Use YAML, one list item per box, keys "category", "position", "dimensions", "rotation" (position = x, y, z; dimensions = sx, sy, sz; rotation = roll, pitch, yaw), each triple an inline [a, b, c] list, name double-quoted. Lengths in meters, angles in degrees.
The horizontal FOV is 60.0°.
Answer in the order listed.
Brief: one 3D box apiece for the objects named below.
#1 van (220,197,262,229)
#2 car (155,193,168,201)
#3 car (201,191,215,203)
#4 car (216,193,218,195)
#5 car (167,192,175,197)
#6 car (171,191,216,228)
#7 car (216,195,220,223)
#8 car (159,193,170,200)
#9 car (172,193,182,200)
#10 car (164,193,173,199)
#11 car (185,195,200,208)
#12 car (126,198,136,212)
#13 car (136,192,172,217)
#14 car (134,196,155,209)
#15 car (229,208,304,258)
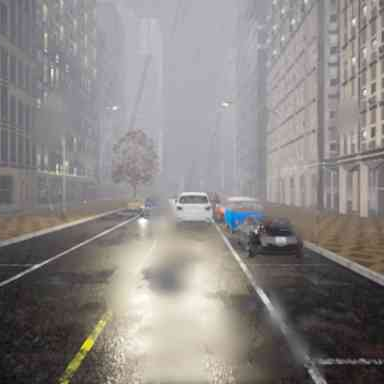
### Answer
- category: "van"
  position: [2.682, 1.195, 17.820]
  dimensions: [1.690, 1.788, 3.998]
  rotation: [0, 0, 0]
- category: "car"
  position: [-5.727, 1.002, 63.364]
  dimensions: [2.008, 1.369, 4.403]
  rotation: [0, 1, 0]
- category: "car"
  position: [2.658, 0.818, 57.663]
  dimensions: [2.192, 1.841, 5.009]
  rotation: [0, 1, 0]
- category: "car"
  position: [2.665, 0.921, 46.279]
  dimensions: [2.192, 1.841, 5.009]
  rotation: [0, 1, 0]
- category: "car"
  position: [-5.745, 0.730, 91.824]
  dimensions: [2.008, 1.369, 4.403]
  rotation: [0, 1, 0]
- category: "car"
  position: [0.087, 1.053, 20.640]
  dimensions: [2.150, 2.045, 5.566]
  rotation: [0, 1, 0]
- category: "car"
  position: [2.678, 1.246, 23.512]
  dimensions: [1.967, 1.590, 4.097]
  rotation: [0, 0, 0]
- category: "car"
  position: [-5.731, 0.964, 69.056]
  dimensions: [1.947, 1.339, 4.313]
  rotation: [0, 1, 0]
- category: "car"
  position: [-3.043, 0.934, 69.489]
  dimensions: [1.994, 1.385, 4.181]
  rotation: [0, 1, 0]
- category: "car"
  position: [-5.737, 0.871, 80.439]
  dimensions: [1.802, 1.307, 4.206]
  rotation: [0, 1, 0]
- category: "car"
  position: [0.074, 1.173, 41.618]
  dimensions: [1.812, 1.442, 4.674]
  rotation: [0, 1, 0]
- category: "car"
  position: [-5.710, 1.234, 34.732]
  dimensions: [1.752, 1.417, 4.829]
  rotation: [0, 0, 0]
- category: "car"
  position: [-3.116, 1.118, 28.191]
  dimensions: [2.097, 1.767, 4.553]
  rotation: [0, 0, 0]
- category: "car"
  position: [-5.713, 1.208, 40.595]
  dimensions: [2.008, 1.369, 4.403]
  rotation: [0, 1, 0]
- category: "car"
  position: [2.685, 1.467, 12.129]
  dimensions: [1.947, 1.339, 4.313]
  rotation: [0, 0, 0]
